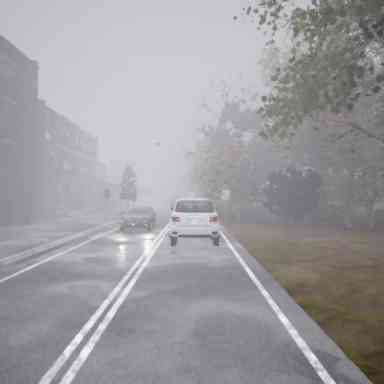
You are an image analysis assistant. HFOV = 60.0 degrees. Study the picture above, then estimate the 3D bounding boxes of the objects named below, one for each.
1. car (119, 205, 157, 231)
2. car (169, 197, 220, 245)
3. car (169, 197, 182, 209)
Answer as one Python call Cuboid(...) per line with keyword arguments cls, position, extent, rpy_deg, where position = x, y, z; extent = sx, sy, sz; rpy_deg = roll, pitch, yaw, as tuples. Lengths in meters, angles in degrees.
Cuboid(cls="car", position=(-3.321, 1.618, 21.231), extent=(1.837, 1.490, 4.892), rpy_deg=(0, -1, 0))
Cuboid(cls="car", position=(0.116, 1.290, 16.115), extent=(2.150, 2.045, 5.566), rpy_deg=(0, 0, 0))
Cuboid(cls="car", position=(-3.063, 2.056, 63.251), extent=(2.150, 2.045, 5.566), rpy_deg=(0, -1, 1))
